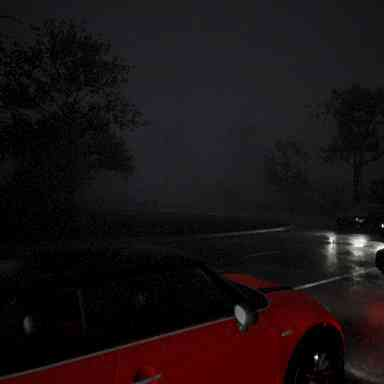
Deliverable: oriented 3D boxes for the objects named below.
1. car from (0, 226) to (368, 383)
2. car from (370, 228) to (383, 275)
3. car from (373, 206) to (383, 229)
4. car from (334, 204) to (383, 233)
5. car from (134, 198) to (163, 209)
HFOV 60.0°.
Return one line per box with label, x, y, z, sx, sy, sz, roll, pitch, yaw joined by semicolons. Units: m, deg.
car;-0.453;1.352;3.397;4.553;1.767;2.097;0;0;-35
car;6.751;1.600;8.528;4.718;1.301;1.895;0;0;-36
car;10.832;1.525;15.853;4.674;1.442;1.812;0;0;-35
car;10.545;1.477;19.920;5.008;1.535;1.882;0;0;-35
car;-6.152;1.591;46.485;4.892;1.490;1.837;-1;-1;42
